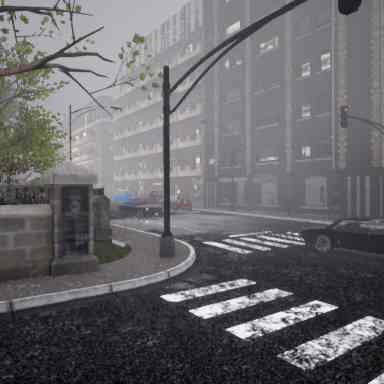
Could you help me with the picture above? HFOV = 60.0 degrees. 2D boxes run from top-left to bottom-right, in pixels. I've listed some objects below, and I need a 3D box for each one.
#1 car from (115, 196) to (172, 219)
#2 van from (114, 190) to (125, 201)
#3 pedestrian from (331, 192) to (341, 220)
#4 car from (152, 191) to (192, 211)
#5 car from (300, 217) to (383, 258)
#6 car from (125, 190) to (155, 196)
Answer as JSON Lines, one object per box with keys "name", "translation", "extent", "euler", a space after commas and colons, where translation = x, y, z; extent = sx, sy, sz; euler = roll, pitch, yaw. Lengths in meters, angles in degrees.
{"name": "car", "translation": [-3.811, 1.223, 25.386], "extent": [1.895, 1.301, 4.718], "euler": [0, 1, -36]}
{"name": "van", "translation": [-8.280, 0.655, 41.324], "extent": [1.690, 1.788, 3.998], "euler": [1, 1, -36]}
{"name": "pedestrian", "translation": [9.513, 0.902, 21.976], "extent": [0.375, 1.860, 0.375], "euler": [1, -1, -36]}
{"name": "car", "translation": [-1.757, 0.950, 32.413], "extent": [1.967, 1.590, 4.097], "euler": [1, 1, -36]}
{"name": "car", "translation": [6.308, 1.592, 11.585], "extent": [1.895, 1.301, 4.718], "euler": [0, 0, -36]}
{"name": "car", "translation": [-5.018, 0.727, 36.867], "extent": [2.192, 1.841, 5.009], "euler": [1, 1, -36]}
